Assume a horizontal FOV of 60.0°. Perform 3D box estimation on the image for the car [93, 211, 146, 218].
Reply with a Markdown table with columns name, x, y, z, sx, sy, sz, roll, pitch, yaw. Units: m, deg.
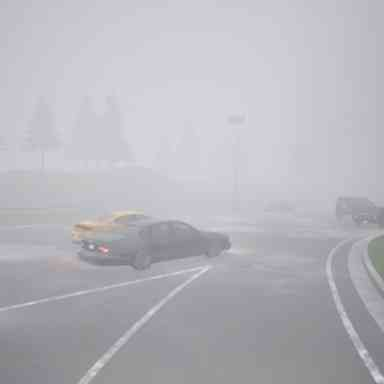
| name | x | y | z | sx | sy | sz | roll | pitch | yaw |
| --- | --- | --- | --- | --- | --- | --- | --- | --- | --- |
| car | -2.648 | 1.578 | 14.457 | 5.008 | 1.535 | 1.882 | 1 | -1 | -43 |

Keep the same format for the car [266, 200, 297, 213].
| name | x | y | z | sx | sy | sz | roll | pitch | yaw |
| --- | --- | --- | --- | --- | --- | --- | --- | --- | --- |
| car | 11.149 | 1.810 | 41.355 | 4.892 | 1.490 | 1.837 | 1 | -1 | -43 |

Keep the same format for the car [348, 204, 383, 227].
| name | x | y | z | sx | sy | sz | roll | pitch | yaw |
| --- | --- | --- | --- | --- | --- | --- | --- | --- | --- |
| car | 13.799 | 1.794 | 24.789 | 4.718 | 1.301 | 1.895 | 0 | -1 | -43 |

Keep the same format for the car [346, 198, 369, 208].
| name | x | y | z | sx | sy | sz | roll | pitch | yaw |
| --- | --- | --- | --- | --- | --- | --- | --- | --- | --- |
| car | 28.612 | 1.919 | 57.367 | 5.008 | 1.535 | 1.882 | 0 | 0 | -43 |

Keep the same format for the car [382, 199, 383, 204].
| name | x | y | z | sx | sy | sz | roll | pitch | yaw |
| --- | --- | --- | --- | --- | --- | --- | --- | --- | --- |
| car | 31.300 | 1.907 | 55.219 | 5.008 | 1.535 | 1.882 | 0 | -1 | -43 |

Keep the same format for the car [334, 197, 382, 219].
| name | x | y | z | sx | sy | sz | roll | pitch | yaw |
| --- | --- | --- | --- | --- | --- | --- | --- | --- | --- |
| car | 15.319 | 1.461 | 30.934 | 5.566 | 2.045 | 2.150 | 0 | 0 | -43 |

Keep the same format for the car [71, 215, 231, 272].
| name | x | y | z | sx | sy | sz | roll | pitch | yaw |
| --- | --- | --- | --- | --- | --- | --- | --- | --- | --- |
| car | -1.035 | 1.626 | 11.187 | 5.357 | 1.411 | 2.033 | 0 | -1 | -43 |
